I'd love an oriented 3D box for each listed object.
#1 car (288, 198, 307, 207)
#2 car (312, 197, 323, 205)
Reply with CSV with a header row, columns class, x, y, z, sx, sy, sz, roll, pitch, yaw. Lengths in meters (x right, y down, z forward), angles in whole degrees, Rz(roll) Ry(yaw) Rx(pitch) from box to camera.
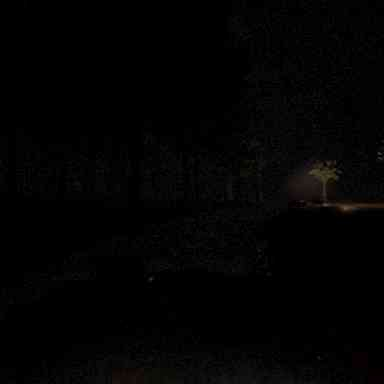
class,x,y,z,sx,sy,sz,roll,pitch,yaw
car,16.168,1.616,50.969,1.994,1.385,4.181,2,0,33
car,25.139,1.852,66.441,1.837,1.490,4.892,1,-1,24
